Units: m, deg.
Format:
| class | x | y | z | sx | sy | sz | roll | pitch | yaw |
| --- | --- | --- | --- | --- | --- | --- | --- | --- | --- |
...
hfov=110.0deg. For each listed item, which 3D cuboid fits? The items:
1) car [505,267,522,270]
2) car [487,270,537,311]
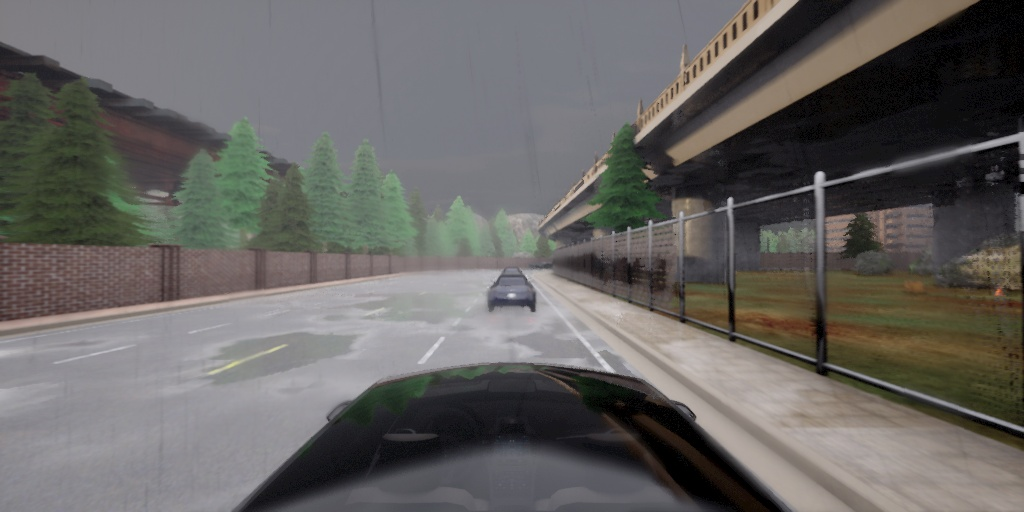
| class | x | y | z | sx | sy | sz | roll | pitch | yaw |
| --- | --- | --- | --- | --- | --- | --- | --- | --- | --- |
| car | 0.009 | 1.620 | 30.297 | 1.994 | 1.385 | 4.181 | 0 | -1 | 1 |
| car | 0.022 | 1.461 | 15.398 | 1.994 | 1.385 | 4.181 | 0 | -1 | 1 |
